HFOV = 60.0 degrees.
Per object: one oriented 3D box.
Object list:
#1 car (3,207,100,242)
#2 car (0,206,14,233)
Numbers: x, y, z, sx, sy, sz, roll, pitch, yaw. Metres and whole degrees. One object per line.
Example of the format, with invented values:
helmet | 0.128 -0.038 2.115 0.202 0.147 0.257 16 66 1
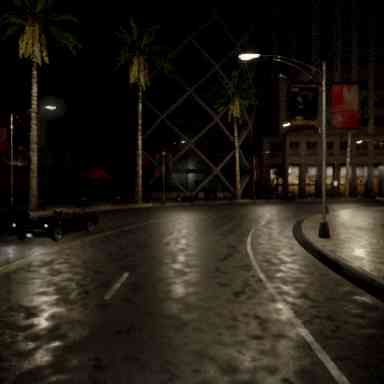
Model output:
car | -6.221 1.422 15.651 1.895 1.301 4.718 0 1 10
car | -9.682 1.380 16.155 1.994 1.385 4.181 0 1 10
